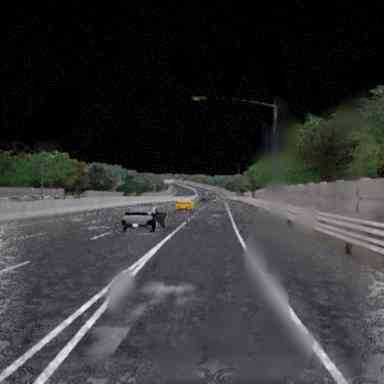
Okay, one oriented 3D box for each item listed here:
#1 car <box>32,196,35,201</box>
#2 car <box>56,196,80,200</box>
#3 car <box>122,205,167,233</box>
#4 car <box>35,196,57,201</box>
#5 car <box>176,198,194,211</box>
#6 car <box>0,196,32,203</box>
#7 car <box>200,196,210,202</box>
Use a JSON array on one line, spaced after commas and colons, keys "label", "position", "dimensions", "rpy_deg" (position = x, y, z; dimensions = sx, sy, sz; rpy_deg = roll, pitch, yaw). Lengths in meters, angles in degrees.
[{"label": "car", "position": [-27.565, 1.434, 56.171], "dimensions": [1.837, 1.490, 4.892], "rpy_deg": [0, 0, 6]}, {"label": "car", "position": [-20.479, 1.506, 56.815], "dimensions": [2.033, 1.411, 5.357], "rpy_deg": [0, 0, 6]}, {"label": "car", "position": [-2.684, 1.490, 19.503], "dimensions": [2.128, 1.511, 4.902], "rpy_deg": [0, 0, 5]}, {"label": "car", "position": [-24.010, 1.449, 56.653], "dimensions": [1.837, 1.490, 4.892], "rpy_deg": [0, 0, 6]}, {"label": "car", "position": [-0.808, 1.494, 40.690], "dimensions": [1.882, 1.535, 5.008], "rpy_deg": [0, 0, 5]}, {"label": "car", "position": [-22.025, 1.488, 39.988], "dimensions": [2.033, 1.411, 5.357], "rpy_deg": [0, 0, 5]}, {"label": "car", "position": [2.938, 1.757, 83.014], "dimensions": [1.837, 1.490, 4.892], "rpy_deg": [0, -1, 5]}]
